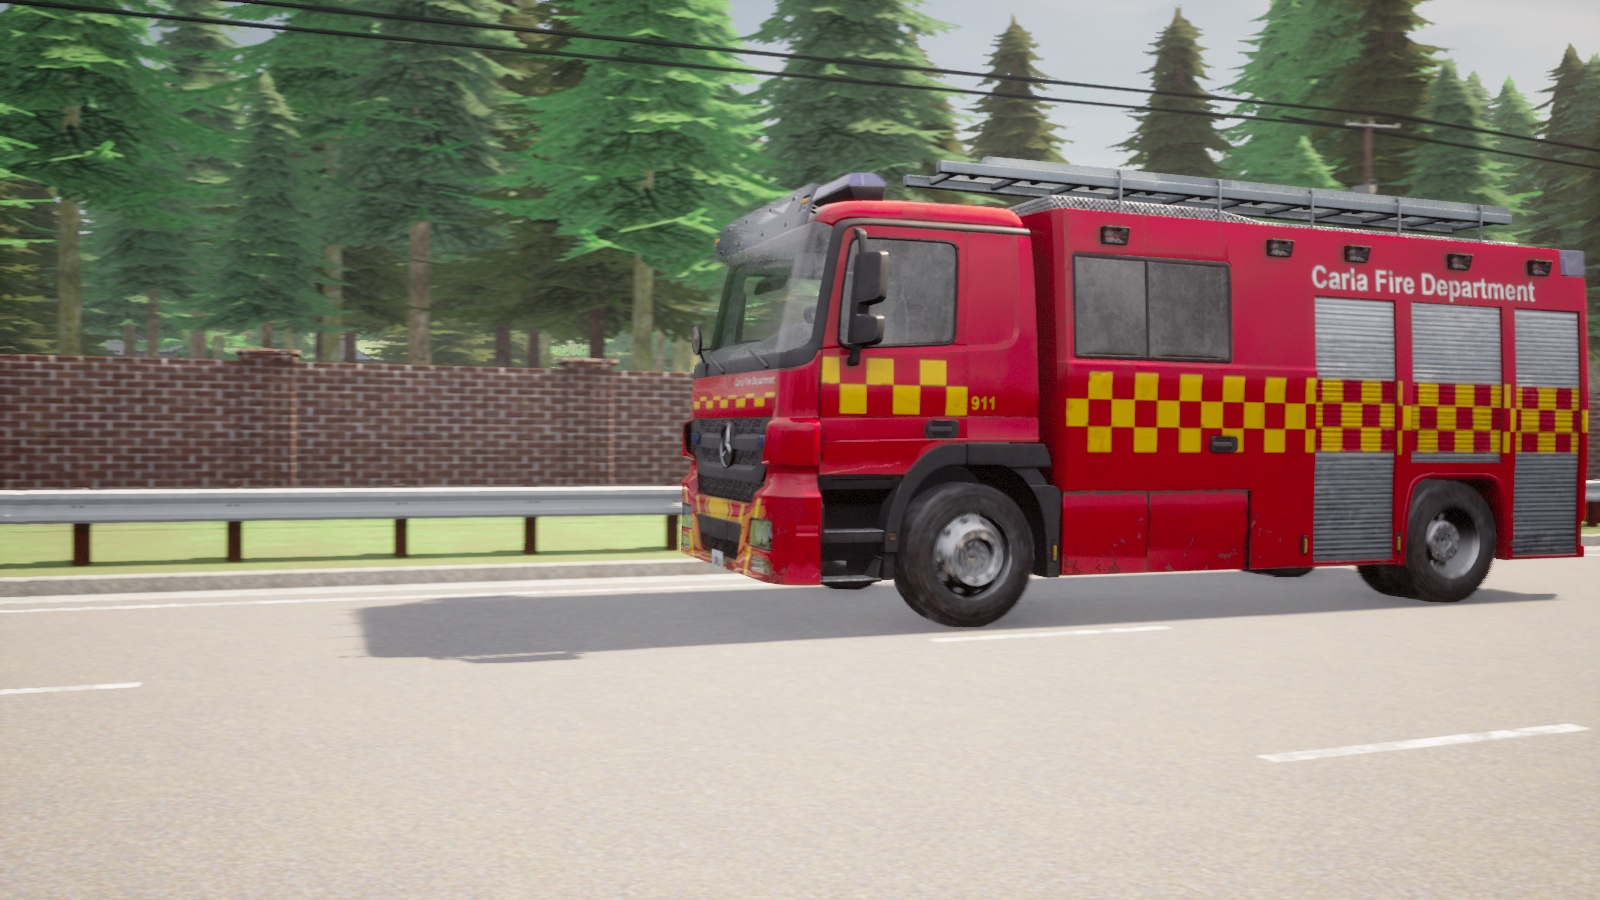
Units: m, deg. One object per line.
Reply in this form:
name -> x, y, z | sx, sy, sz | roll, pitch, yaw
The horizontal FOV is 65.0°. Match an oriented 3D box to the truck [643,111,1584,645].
truck -> 3.031, -0.593, 11.863 | 8.468, 3.827, 2.891 | -1, 1, -21
